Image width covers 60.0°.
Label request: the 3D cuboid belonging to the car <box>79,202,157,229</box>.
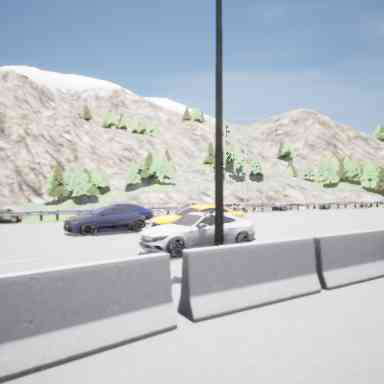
[{"bbox_3d":[-4.768,1.438,21.659,4.674,1.442,1.812,0,0,-32],"label":"car"}]

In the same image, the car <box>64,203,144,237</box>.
[{"bbox_3d":[-4.540,1.494,17.623,4.181,1.385,1.994,0,0,-33],"label":"car"}]

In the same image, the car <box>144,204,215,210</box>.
[{"bbox_3d":[0.427,1.402,16.647,5.008,1.535,1.882,0,0,-31],"label":"car"}]

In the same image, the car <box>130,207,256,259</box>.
[{"bbox_3d":[0.329,1.469,12.453,4.674,1.442,1.812,0,0,-32],"label":"car"}]
